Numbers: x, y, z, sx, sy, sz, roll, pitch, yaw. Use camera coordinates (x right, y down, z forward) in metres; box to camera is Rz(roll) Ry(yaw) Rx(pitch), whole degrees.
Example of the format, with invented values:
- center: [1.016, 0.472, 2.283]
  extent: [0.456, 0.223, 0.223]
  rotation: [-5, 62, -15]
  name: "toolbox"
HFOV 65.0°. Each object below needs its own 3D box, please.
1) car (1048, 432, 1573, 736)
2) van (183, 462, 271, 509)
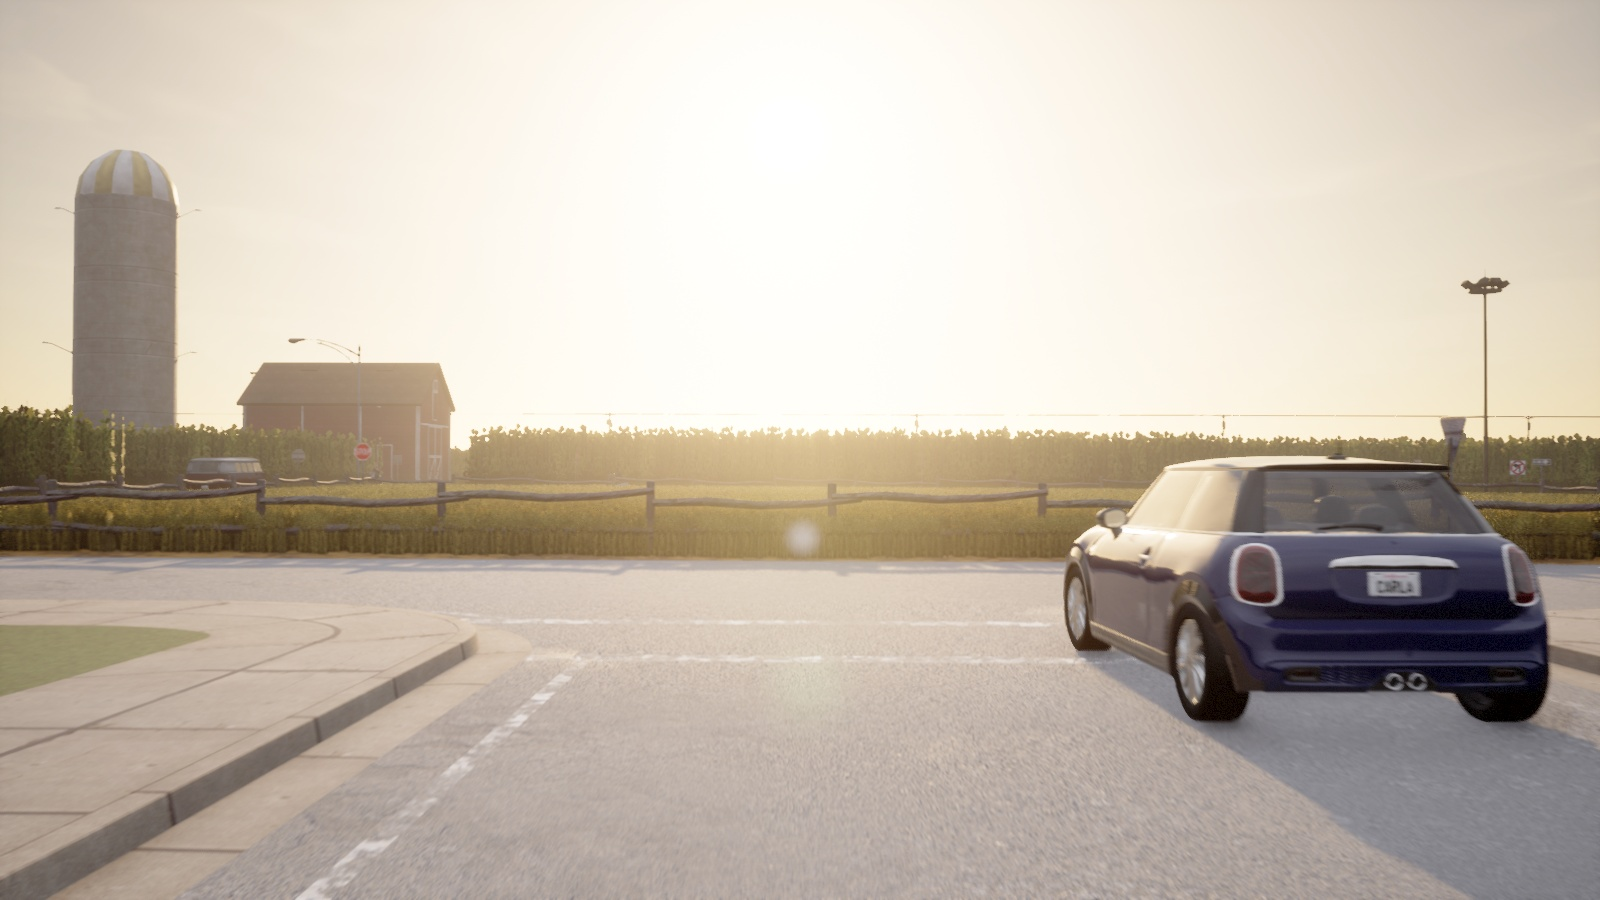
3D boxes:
- center: [3.442, 0.821, 9.638]
  extent: [2.097, 1.767, 4.553]
  rotation: [0, -1, -1]
  name: "car"
- center: [-25.104, 1.515, 55.149]
  extent: [1.775, 1.987, 4.442]
  rotation: [0, 0, 1]
  name: "van"
